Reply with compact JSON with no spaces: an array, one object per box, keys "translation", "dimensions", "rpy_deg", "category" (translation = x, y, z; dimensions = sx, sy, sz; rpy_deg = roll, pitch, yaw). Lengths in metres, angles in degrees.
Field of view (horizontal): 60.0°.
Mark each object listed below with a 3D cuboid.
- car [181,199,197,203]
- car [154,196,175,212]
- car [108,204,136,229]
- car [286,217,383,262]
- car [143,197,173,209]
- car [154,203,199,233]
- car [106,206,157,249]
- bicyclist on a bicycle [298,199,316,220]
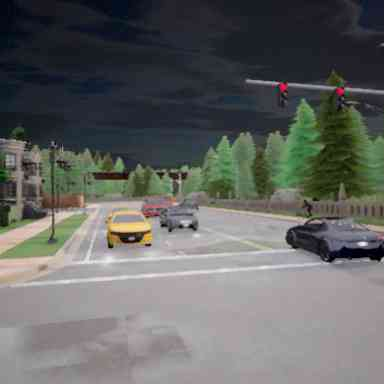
[{"translation":[-0.507,1.795,49.125],"dimensions":[2.097,1.767,4.553],"rpy_deg":[-1,-1,-14],"category":"car"},{"translation":[-4.181,1.720,49.401],"dimensions":[2.150,2.045,5.566],"rpy_deg":[-1,0,-14],"category":"car"},{"translation":[-5.431,1.781,25.325],"dimensions":[1.882,1.535,5.008],"rpy_deg":[-1,0,-14],"category":"car"},{"translation":[5.083,1.607,12.338],"dimensions":[1.994,1.385,4.181],"rpy_deg":[-1,-1,-6],"category":"car"},{"translation":[-3.533,1.558,32.163],"dimensions":[2.150,2.045,5.566],"rpy_deg":[-1,-1,-15],"category":"car"},{"translation":[-0.933,1.701,21.800],"dimensions":[2.128,1.511,4.902],"rpy_deg":[-1,-1,-14],"category":"car"},{"translation":[-3.088,1.667,16.050],"dimensions":[1.882,1.535,5.008],"rpy_deg":[-1,-1,-14],"category":"car"},{"translation":[9.166,1.413,26.615],"dimensions":[1.656,1.620,0.582],"rpy_deg":[-1,0,-14],"category":"bicyclist on a bicycle"}]
